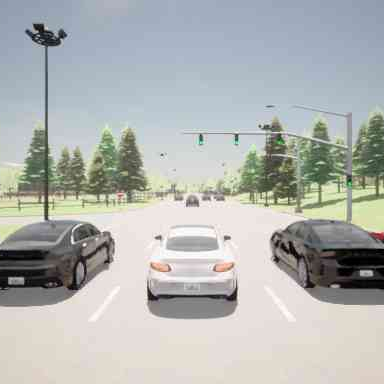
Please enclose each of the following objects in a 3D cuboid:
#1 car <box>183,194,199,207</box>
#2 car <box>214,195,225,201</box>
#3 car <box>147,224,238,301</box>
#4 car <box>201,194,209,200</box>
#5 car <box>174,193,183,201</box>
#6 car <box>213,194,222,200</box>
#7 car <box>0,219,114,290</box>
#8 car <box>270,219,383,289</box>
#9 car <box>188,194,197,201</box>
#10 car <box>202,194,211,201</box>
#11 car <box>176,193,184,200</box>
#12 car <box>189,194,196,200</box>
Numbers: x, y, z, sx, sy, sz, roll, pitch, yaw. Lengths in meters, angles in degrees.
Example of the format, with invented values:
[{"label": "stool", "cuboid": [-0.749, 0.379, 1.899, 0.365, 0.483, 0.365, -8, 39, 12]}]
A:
[{"label": "car", "cuboid": [0.078, 1.352, 52.083, 2.097, 1.767, 4.553, 0, 0, 0]}, {"label": "car", "cuboid": [7.124, 1.517, 82.715, 2.128, 1.511, 4.902, 0, 0, 0]}, {"label": "car", "cuboid": [0.019, 1.526, 8.210, 1.812, 1.442, 4.674, 0, 0, 0]}, {"label": "car", "cuboid": [3.640, 1.372, 93.140, 2.033, 1.411, 5.357, 0, 0, 0]}, {"label": "car", "cuboid": [-3.375, 1.544, 83.114, 1.994, 1.385, 4.181, 0, 0, 0]}, {"label": "car", "cuboid": [7.140, 1.385, 93.135, 1.994, 1.385, 4.181, 0, 0, 0]}, {"label": "car", "cuboid": [-3.471, 1.506, 9.037, 1.837, 1.490, 4.892, 0, 0, 0]}, {"label": "car", "cuboid": [3.531, 1.478, 9.175, 1.882, 1.535, 5.008, 0, 0, 0]}, {"label": "car", "cuboid": [0.125, 1.347, 83.112, 2.097, 1.767, 4.553, 0, 0, 0]}, {"label": "car", "cuboid": [3.625, 1.347, 83.107, 2.097, 1.767, 4.553, 0, 0, 0]}, {"label": "car", "cuboid": [-3.360, 1.187, 93.121, 2.097, 1.767, 4.553, 0, 0, 0]}, {"label": "car", "cuboid": [0.140, 1.332, 93.146, 1.837, 1.490, 4.892, 0, 0, 0]}]
